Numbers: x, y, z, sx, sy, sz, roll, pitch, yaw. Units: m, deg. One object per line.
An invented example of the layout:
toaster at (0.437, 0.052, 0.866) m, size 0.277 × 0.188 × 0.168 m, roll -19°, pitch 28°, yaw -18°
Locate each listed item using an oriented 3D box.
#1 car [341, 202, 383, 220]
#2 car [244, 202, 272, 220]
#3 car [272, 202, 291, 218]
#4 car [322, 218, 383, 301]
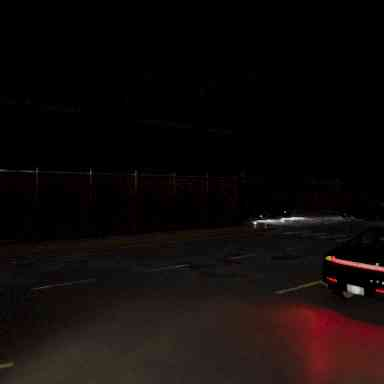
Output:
car at (14.172, 1.556, 26.537) m, size 1.812 × 1.442 × 4.674 m, roll 0°, pitch 0°, yaw -23°
car at (4.122, 1.603, 29.383) m, size 2.033 × 1.411 × 5.357 m, roll 0°, pitch 0°, yaw -35°
car at (7.133, 1.619, 31.187) m, size 1.994 × 1.385 × 4.181 m, roll 0°, pitch 0°, yaw -35°
car at (4.818, 1.491, 7.205) m, size 4.902 × 1.511 × 2.128 m, roll 0°, pitch 0°, yaw -36°
